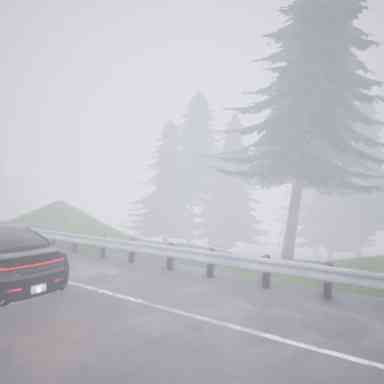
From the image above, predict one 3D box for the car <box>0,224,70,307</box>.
[{"bbox_3d":[-4.709,1.467,7.350,4.892,1.490,1.837,0,0,36],"label":"car"}]
